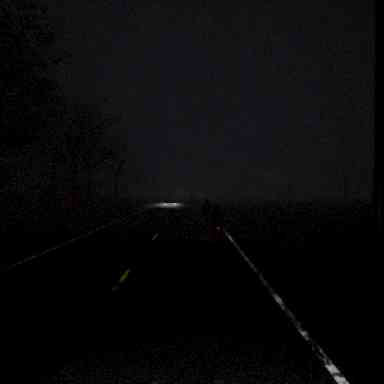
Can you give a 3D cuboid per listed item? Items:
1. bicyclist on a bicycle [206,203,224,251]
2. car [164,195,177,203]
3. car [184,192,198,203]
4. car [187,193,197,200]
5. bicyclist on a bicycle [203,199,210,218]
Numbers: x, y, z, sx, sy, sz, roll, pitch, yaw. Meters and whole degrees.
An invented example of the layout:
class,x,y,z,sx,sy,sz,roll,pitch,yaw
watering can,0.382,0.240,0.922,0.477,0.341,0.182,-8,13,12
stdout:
class,x,y,z,sx,sy,sz,roll,pitch,yaw
bicyclist on a bicycle,0.967,1.345,12.515,0.582,1.620,1.656,0,0,0
car,-3.545,1.118,55.337,1.895,1.301,4.718,0,0,0
car,0.116,1.061,55.738,2.033,1.411,5.357,0,1,0
car,0.020,0.905,73.688,1.994,1.385,4.181,0,1,0
bicyclist on a bicycle,0.971,1.266,21.667,0.582,1.620,1.656,0,0,0
